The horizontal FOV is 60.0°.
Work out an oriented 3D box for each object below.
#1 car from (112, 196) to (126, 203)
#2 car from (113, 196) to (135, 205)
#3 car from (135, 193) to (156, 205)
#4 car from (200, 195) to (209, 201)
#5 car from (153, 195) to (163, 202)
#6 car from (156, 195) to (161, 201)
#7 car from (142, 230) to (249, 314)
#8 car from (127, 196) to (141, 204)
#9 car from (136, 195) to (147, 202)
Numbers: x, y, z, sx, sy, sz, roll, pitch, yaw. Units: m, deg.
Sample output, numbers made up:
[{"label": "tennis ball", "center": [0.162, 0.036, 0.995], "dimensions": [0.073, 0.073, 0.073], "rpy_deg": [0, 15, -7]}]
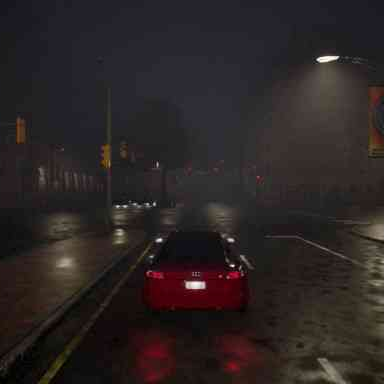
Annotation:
[{"label": "car", "center": [-14.781, 1.595, 67.799], "dimensions": [1.895, 1.301, 4.718], "rpy_deg": [0, 0, 0]}, {"label": "car", "center": [-11.608, 1.564, 56.843], "dimensions": [1.994, 1.385, 4.181], "rpy_deg": [0, 0, 0]}, {"label": "car", "center": [-8.107, 1.221, 58.558], "dimensions": [2.150, 2.045, 5.566], "rpy_deg": [0, 0, 0]}, {"label": "car", "center": [3.460, 1.553, 87.081], "dimensions": [1.994, 1.385, 4.181], "rpy_deg": [0, 0, 0]}, {"label": "car", "center": [-8.036, 1.500, 78.561], "dimensions": [1.837, 1.490, 4.892], "rpy_deg": [0, 0, 0]}, {"label": "car", "center": [-8.036, 1.601, 68.357], "dimensions": [1.895, 1.301, 4.718], "rpy_deg": [0, 0, 0]}, {"label": "car", "center": [0.071, 1.564, 7.694], "dimensions": [1.994, 1.385, 4.181], "rpy_deg": [0, 0, 0]}, {"label": "car", "center": [-11.557, 1.564, 66.137], "dimensions": [1.994, 1.385, 4.181], "rpy_deg": [0, 0, 0]}, {"label": "car", "center": [-11.535, 1.478, 76.556], "dimensions": [1.882, 1.535, 5.008], "rpy_deg": [0, 0, 0]}]
